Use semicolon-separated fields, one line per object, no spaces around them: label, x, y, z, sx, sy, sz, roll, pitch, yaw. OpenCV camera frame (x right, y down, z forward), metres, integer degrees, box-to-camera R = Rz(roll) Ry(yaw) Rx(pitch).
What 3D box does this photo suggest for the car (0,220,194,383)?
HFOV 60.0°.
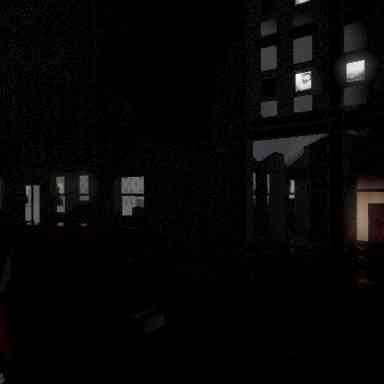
car;-2.294;1.314;4.516;5.009;1.841;2.192;0;0;36
